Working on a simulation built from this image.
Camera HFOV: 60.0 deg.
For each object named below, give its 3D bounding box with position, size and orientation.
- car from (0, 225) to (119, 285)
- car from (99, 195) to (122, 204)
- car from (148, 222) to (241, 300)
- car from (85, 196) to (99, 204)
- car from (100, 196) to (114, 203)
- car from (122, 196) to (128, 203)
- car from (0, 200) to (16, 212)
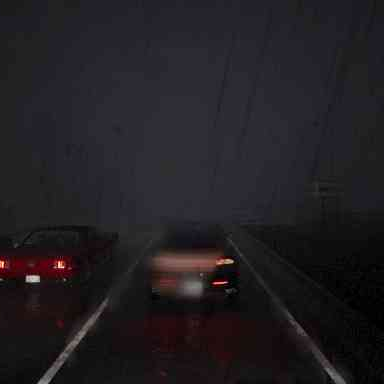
[{"bbox_3d":[-3.434,1.601,9.452,1.895,1.301,4.718,0,0,0],"label":"car"},{"bbox_3d":[-14.995,1.352,61.514,2.097,1.767,4.553,0,0,0],"label":"car"},{"bbox_3d":[0.058,1.492,8.366,2.128,1.511,4.902,0,0,0],"label":"car"},{"bbox_3d":[-18.493,1.477,62.128,1.882,1.535,5.008,0,0,0],"label":"car"},{"bbox_3d":[-18.492,1.524,72.229,1.812,1.442,4.674,0,0,0],"label":"car"},{"bbox_3d":[-14.992,1.552,71.552,1.994,1.385,4.181,0,0,0],"label":"car"},{"bbox_3d":[-23.360,1.477,39.021,5.008,1.535,1.882,0,0,-1],"label":"car"}]
